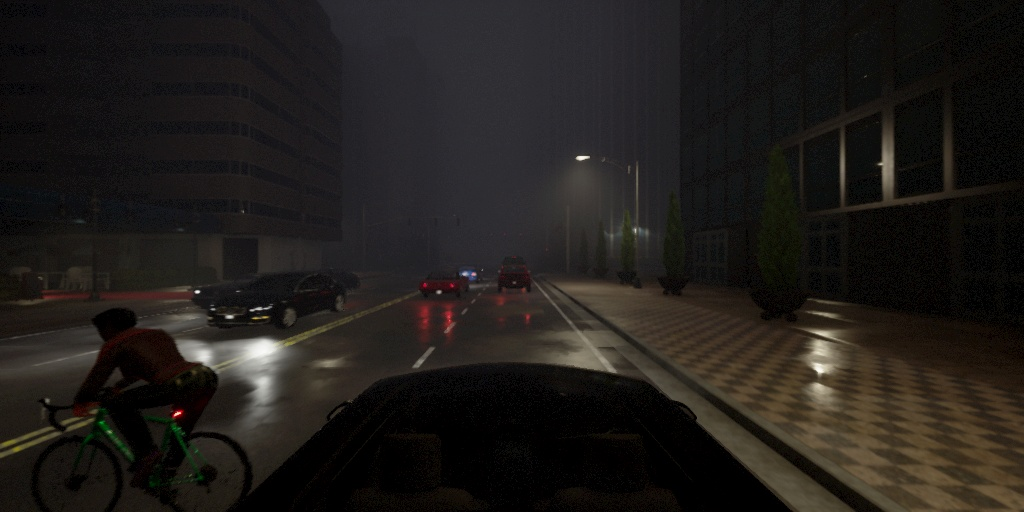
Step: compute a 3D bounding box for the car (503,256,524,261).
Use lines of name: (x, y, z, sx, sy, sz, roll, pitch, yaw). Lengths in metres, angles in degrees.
car: (0.148, 1.045, 31.733, 2.150, 2.045, 5.566, 0, 0, 0)

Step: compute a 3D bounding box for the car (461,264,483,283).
car: (-3.357, 1.362, 28.422, 2.033, 1.411, 5.357, 0, 0, 0)

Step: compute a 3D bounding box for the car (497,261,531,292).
car: (0.132, 1.277, 21.736, 1.882, 1.535, 5.008, 0, 0, 0)

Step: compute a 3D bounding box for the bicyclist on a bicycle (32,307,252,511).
bicyclist on a bicycle: (-2.785, 1.207, 2.681, 1.656, 1.620, 0.582, -2, 0, 0)

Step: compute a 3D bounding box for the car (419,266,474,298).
car: (-3.374, 1.392, 18.830, 1.895, 1.301, 4.718, 0, 0, 0)

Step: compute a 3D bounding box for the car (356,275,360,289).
car: (-10.470, 1.396, 20.722, 1.994, 1.385, 4.181, 0, 0, 0)

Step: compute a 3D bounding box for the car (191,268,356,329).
car: (-7.061, 1.277, 11.418, 1.837, 1.490, 4.892, 0, 0, 0)

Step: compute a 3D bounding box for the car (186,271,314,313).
car: (-10.575, 1.382, 15.022, 1.895, 1.301, 4.718, 0, 0, 0)
